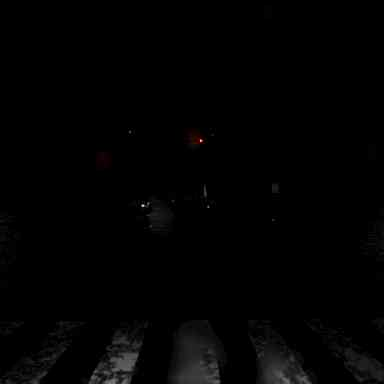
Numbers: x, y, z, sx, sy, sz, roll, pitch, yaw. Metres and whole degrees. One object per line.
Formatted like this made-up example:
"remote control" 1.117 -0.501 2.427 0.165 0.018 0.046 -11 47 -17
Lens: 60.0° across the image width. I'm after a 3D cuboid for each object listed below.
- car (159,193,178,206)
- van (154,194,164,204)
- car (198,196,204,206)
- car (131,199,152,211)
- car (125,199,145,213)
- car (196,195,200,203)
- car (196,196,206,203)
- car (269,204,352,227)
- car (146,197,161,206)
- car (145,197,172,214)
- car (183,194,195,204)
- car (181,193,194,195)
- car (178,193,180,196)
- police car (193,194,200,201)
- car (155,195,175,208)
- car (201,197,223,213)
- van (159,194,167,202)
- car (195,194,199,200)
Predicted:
"car" -3.684 1.363 52.663 2.097 1.767 4.553 0 0 -1
"van" -6.553 1.360 66.685 1.690 1.788 3.998 0 0 -1
"car" 2.242 1.553 47.300 1.887 1.381 4.507 0 0 -1
"car" -6.200 1.557 41.289 2.008 1.369 4.403 0 0 -1
"car" -6.131 1.556 36.297 2.008 1.369 4.403 0 0 -1
"car" 2.167 1.562 52.744 2.008 1.369 4.403 0 0 -1
"car" 1.882 1.589 73.193 1.947 1.339 4.313 0 0 -1
"car" 7.340 1.433 20.979 4.718 1.301 1.895 -1 0 -1
"car" -6.403 1.578 55.859 1.947 1.339 4.313 0 0 -1
"car" -3.449 1.568 34.700 1.994 1.385 4.181 0 0 -2
"car" -0.637 1.618 63.040 1.895 1.301 4.718 0 0 -1
"car" -0.908 1.549 75.604 2.128 1.511 4.902 0 0 -1
"car" -3.790 1.508 62.442 2.128 1.511 4.902 0 0 0
"police car" 1.246 1.463 90.590 1.930 1.638 5.238 0 0 -1
"car" -3.563 1.485 43.513 1.882 1.535 5.008 0 0 -1
"car" 2.393 1.556 36.412 2.008 1.369 4.403 0 0 -1
"van" -6.704 1.368 77.511 1.690 1.788 3.998 0 0 -1
"car" 2.029 1.567 62.615 2.008 1.369 4.403 0 0 -1
